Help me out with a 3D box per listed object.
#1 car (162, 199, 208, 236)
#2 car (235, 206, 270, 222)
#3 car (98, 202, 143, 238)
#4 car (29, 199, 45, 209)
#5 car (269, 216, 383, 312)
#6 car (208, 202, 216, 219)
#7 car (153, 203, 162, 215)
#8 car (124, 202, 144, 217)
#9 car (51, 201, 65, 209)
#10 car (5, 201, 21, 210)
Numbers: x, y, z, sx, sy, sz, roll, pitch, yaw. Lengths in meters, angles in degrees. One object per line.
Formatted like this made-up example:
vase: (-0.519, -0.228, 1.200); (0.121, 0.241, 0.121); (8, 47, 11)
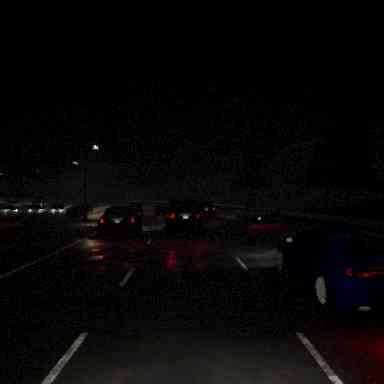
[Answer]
car: (-0.585, 1.463, 20.453); (2.150, 2.045, 5.566); (0, -1, -5)
car: (5.332, 1.953, 29.977); (1.895, 1.301, 4.718); (0, -1, -8)
car: (-4.078, 1.581, 19.486); (2.097, 1.767, 4.553); (0, -1, -4)
car: (-26.653, 2.026, 57.266); (2.097, 1.767, 4.553); (0, -1, -19)
car: (3.500, 1.573, 8.078); (1.882, 1.535, 5.008); (0, 0, -1)
car: (1.059, 1.755, 34.406); (2.097, 1.767, 4.553); (0, -1, -9)
car: (-3.443, 1.992, 39.746); (1.812, 1.442, 4.674); (0, -1, -12)
car: (-6.726, 1.942, 38.307); (2.128, 1.511, 4.902); (0, -1, -11)
car: (-22.692, 2.230, 56.527); (1.994, 1.385, 4.181); (0, -1, -18)
car: (-29.724, 2.178, 55.510); (1.812, 1.442, 4.674); (0, -1, -19)
